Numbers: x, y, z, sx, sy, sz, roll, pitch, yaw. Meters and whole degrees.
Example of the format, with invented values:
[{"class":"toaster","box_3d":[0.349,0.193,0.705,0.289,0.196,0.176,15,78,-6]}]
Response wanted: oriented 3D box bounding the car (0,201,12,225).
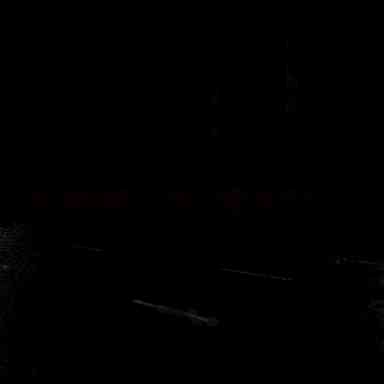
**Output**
[{"class":"car","box_3d":[-14.444,1.353,22.889,4.553,1.767,2.097,0,0,36]}]
